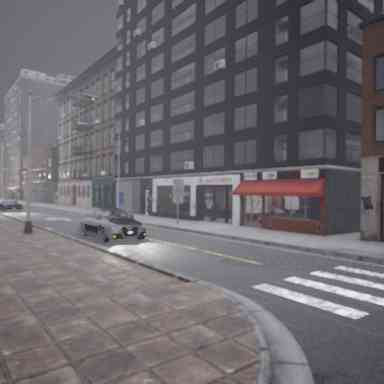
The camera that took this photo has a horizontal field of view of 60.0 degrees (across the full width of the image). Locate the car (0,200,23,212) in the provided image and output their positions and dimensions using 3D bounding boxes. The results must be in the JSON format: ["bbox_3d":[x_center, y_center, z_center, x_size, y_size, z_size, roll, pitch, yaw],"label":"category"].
[{"bbox_3d":[-20.476,1.513,37.647,1.895,1.301,4.718,1,0,-37],"label":"car"}]

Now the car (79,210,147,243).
[{"bbox_3d":[-3.865,1.548,15.946,1.994,1.385,4.181,1,0,-38],"label":"car"}]
